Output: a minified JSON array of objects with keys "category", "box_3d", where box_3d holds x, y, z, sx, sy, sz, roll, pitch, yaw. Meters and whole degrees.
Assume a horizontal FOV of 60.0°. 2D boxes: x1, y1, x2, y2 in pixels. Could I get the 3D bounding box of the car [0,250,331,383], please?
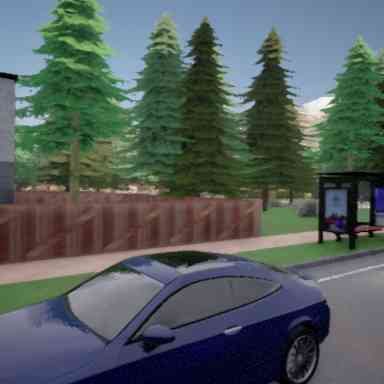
[{"category":"car","box_3d":[-0.326,1.467,3.726,4.674,1.442,1.812,0,1,-35]}]
